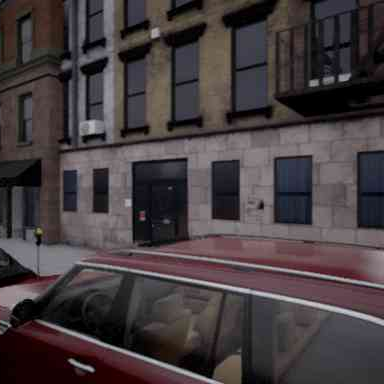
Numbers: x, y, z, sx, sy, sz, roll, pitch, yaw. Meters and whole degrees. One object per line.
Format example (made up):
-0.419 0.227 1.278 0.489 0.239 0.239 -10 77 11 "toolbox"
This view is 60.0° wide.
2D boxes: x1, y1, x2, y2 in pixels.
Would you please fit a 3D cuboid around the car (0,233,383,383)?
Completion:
-0.082 1.314 2.865 5.009 1.841 2.192 0 0 36 "car"
